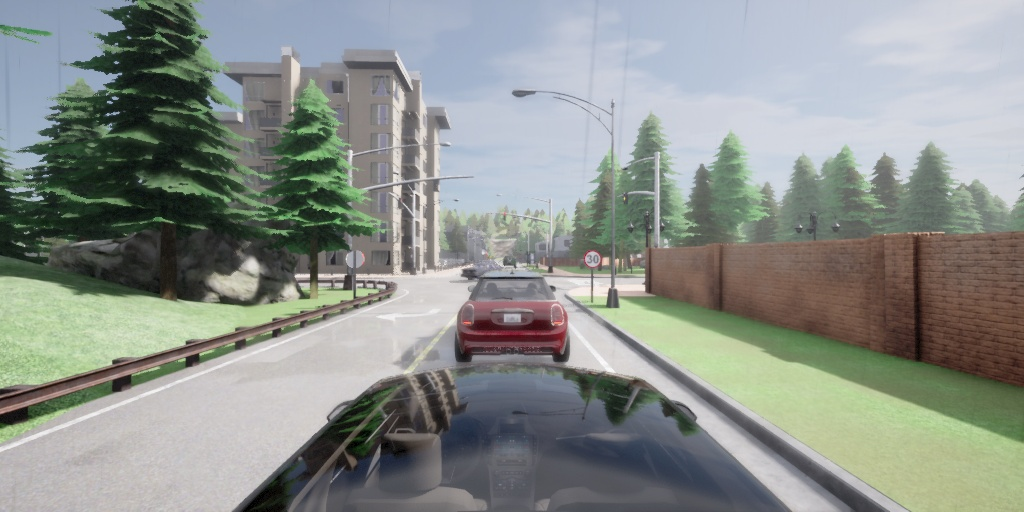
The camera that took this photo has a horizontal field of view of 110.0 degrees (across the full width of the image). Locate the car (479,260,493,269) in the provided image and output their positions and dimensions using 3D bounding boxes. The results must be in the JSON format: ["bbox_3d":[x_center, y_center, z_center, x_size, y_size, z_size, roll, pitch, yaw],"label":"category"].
[{"bbox_3d":[-4.058,1.314,56.529,1.994,1.385,4.181,0,0,0],"label":"car"}]

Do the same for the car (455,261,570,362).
[{"bbox_3d":[0.005,1.102,8.354,2.097,1.767,4.553,0,0,0],"label":"car"}]

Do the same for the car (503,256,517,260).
[{"bbox_3d":[-0.409,0.971,61.275,2.150,2.045,5.566,0,0,0],"label":"car"}]
